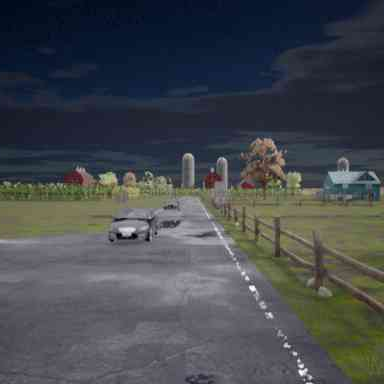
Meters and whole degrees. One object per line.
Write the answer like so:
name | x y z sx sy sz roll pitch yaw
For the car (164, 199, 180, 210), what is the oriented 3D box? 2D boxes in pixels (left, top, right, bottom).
car | -2.570 1.556 42.012 1.994 1.385 4.181 0 0 0

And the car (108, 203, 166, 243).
car | -2.679 1.485 16.130 2.128 1.511 4.902 0 0 0
